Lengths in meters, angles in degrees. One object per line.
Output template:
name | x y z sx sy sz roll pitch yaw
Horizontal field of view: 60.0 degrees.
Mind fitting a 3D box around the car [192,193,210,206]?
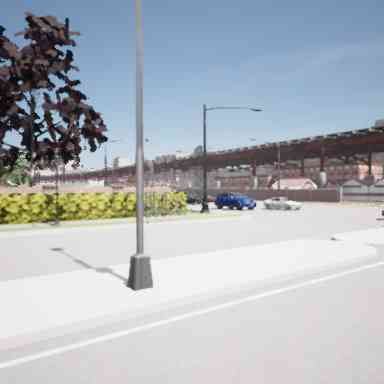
car | 0.541 1.297 51.446 1.837 1.490 4.892 0 0 -35

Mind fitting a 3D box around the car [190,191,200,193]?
car | -0.353 0.768 71.024 2.150 2.045 5.566 0 1 -35

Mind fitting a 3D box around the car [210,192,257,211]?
car | 5.014 1.052 39.029 2.150 2.045 5.566 0 0 -36

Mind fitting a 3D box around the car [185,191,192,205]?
car | -2.586 1.162 49.806 2.097 1.767 4.553 0 1 -35

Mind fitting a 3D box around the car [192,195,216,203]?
car | 2.166 1.292 61.573 1.895 1.301 4.718 0 1 -35

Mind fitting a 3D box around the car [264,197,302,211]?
car | 10.223 1.334 37.734 1.812 1.442 4.674 0 1 -35

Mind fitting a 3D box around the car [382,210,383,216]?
car | 16.080 1.182 23.393 2.097 1.767 4.553 0 0 -35
